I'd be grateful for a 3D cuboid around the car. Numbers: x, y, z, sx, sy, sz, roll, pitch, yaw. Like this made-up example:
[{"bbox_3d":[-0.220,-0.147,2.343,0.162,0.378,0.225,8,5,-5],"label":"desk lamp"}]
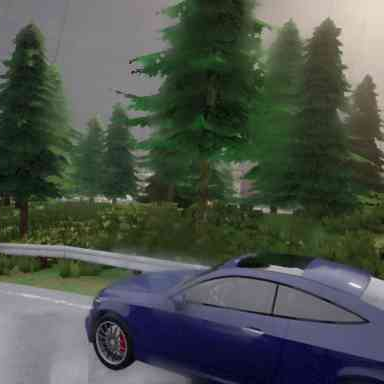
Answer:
[{"bbox_3d":[0.788,1.499,4.077,4.674,1.442,1.812,1,1,31],"label":"car"}]
